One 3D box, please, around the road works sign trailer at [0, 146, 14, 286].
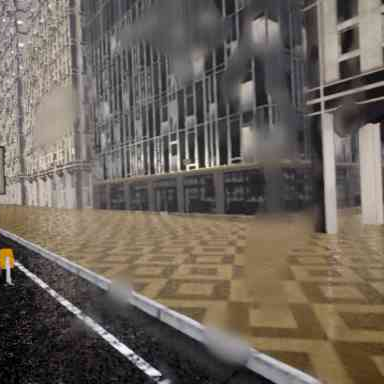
[{"bbox_3d":[-6.118,0.505,8.517,2.380,3.560,2.880,-2,1,-38],"label":"road works sign trailer"}]
